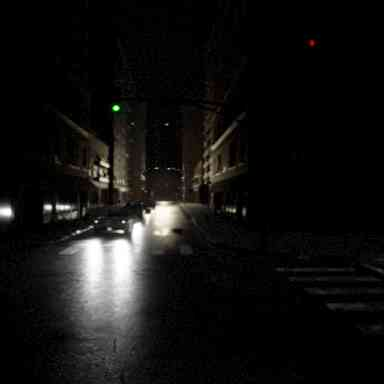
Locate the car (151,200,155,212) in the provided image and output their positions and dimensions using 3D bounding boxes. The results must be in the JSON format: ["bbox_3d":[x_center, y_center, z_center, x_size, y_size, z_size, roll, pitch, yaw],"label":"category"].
[{"bbox_3d":[-5.713,1.753,38.844,1.812,1.442,4.674,1,-1,-3],"label":"car"}]

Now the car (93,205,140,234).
[{"bbox_3d":[-4.518,1.695,19.990,1.895,1.301,4.718,1,0,-3],"label":"car"}]

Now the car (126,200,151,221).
[{"bbox_3d":[-5.100,1.650,29.241,2.128,1.511,4.902,1,0,-4],"label":"car"}]
